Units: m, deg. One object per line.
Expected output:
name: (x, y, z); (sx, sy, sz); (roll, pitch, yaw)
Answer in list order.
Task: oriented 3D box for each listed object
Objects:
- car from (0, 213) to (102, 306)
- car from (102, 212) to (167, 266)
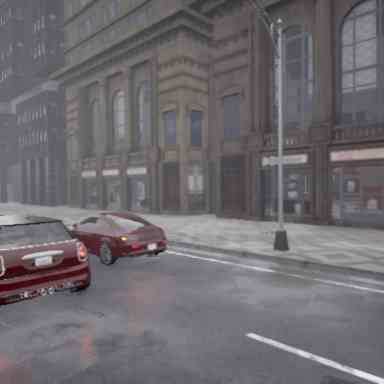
car: (-4.284, 1.304, 7.665); (4.553, 1.767, 2.097); (0, 1, 44)
car: (-2.802, 1.393, 11.103); (4.674, 1.442, 1.812); (0, 1, 44)
